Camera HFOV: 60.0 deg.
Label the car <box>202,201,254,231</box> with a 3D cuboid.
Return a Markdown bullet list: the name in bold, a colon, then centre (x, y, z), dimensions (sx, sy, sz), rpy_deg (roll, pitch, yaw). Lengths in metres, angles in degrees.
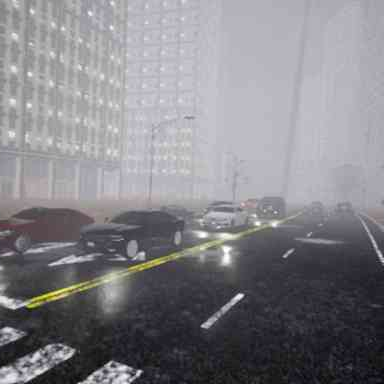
- **car**: centre (2.274, 1.553, 21.318), dimensions (1.812, 1.442, 4.674), rpy_deg (3, 0, 26)

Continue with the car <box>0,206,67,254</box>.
- **car**: centre (-5.547, 1.253, 12.471), dimensions (1.812, 1.442, 4.674), rpy_deg (3, 0, 26)

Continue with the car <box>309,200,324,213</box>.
- **car**: centre (17.720, 2.053, 47.187), dimensions (1.882, 1.535, 5.008), rpy_deg (2, 1, 22)

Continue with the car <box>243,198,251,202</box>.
- **car**: centre (7.279, 1.526, 39.518), dimensions (2.097, 1.767, 4.553), rpy_deg (3, 0, 25)

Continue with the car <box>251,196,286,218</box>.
- **car**: centre (7.956, 1.446, 33.249), dimensions (2.150, 2.045, 5.566), rpy_deg (3, 0, 25)

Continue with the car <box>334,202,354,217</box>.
- **car**: centre (18.515, 1.989, 40.563), dimensions (2.097, 1.767, 4.553), rpy_deg (2, 0, 23)

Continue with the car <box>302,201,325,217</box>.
- **car**: centre (13.548, 2.044, 37.401), dimensions (1.895, 1.301, 4.718), rpy_deg (3, 0, 25)

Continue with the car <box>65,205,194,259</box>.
- **car**: centre (-1.997, 1.356, 12.372), dimensions (1.882, 1.535, 5.008), rpy_deg (3, 0, 26)

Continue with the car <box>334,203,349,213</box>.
- **car**: centre (22.311, 2.354, 49.740), dimensions (1.895, 1.301, 4.718), rpy_deg (2, 0, 22)
